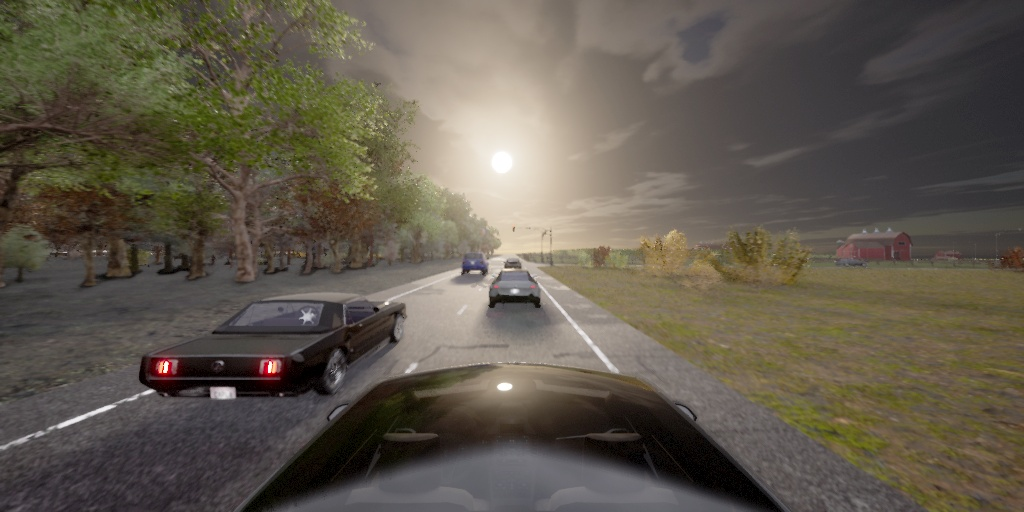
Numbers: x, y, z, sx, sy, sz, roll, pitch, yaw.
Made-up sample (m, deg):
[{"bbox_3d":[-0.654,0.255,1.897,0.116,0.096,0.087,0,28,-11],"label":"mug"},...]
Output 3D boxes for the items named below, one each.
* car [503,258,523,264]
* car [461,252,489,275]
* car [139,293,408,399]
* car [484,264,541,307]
[{"bbox_3d":[0.104,0.928,37.576,1.837,1.490,4.892,0,0,0],"label":"car"},{"bbox_3d":[-3.396,0.680,33.720,2.150,2.045,5.566,0,0,0],"label":"car"},{"bbox_3d":[-3.397,1.309,6.442,1.895,1.301,4.718,0,0,0],"label":"car"},{"bbox_3d":[0.102,1.199,14.687,1.994,1.385,4.181,0,1,0],"label":"car"}]
